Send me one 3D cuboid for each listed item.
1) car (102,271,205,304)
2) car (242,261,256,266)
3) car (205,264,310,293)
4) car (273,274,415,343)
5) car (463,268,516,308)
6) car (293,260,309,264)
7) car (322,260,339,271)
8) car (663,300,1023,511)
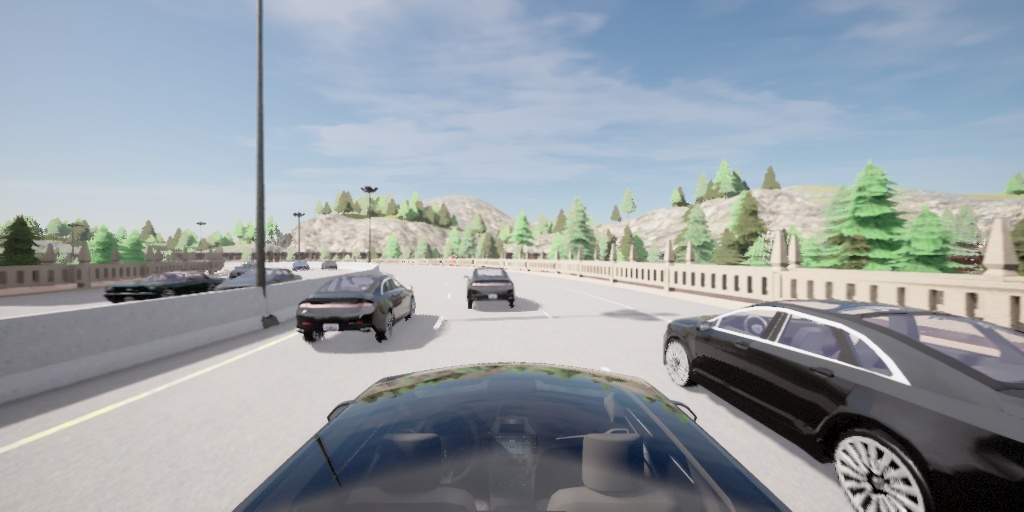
[{"bbox_3d":[-15.478,1.381,16.319,1.895,1.301,4.718,0,0,-10],"label":"car"},{"bbox_3d":[-23.566,1.400,32.211,1.994,1.385,4.181,0,0,-22],"label":"car"},{"bbox_3d":[-12.180,1.320,17.773,2.033,1.411,5.357,0,0,-10],"label":"car"},{"bbox_3d":[-3.909,1.243,9.748,2.128,1.511,4.902,0,0,-5],"label":"car"},{"bbox_3d":[-1.019,1.236,15.274,2.128,1.511,4.902,0,0,-8],"label":"car"},{"bbox_3d":[-32.592,1.435,55.411,1.882,1.535,5.008,0,0,-37],"label":"car"},{"bbox_3d":[-27.960,1.425,55.036,1.837,1.490,4.892,0,0,-35],"label":"car"},{"bbox_3d":[3.457,1.233,4.000,2.128,1.511,4.902,0,0,-2],"label":"car"}]
